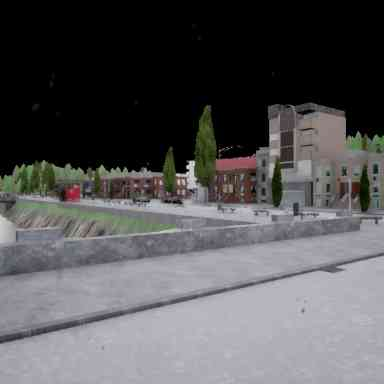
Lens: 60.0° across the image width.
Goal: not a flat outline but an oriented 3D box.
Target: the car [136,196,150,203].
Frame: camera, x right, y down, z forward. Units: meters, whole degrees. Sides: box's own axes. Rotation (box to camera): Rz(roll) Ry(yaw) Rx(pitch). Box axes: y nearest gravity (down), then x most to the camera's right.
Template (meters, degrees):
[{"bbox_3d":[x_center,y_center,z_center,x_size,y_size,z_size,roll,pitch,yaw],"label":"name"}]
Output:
[{"bbox_3d":[-10.357,1.561,68.882,1.994,1.385,4.181,0,0,-35],"label":"car"}]

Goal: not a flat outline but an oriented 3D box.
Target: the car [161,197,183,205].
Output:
[{"bbox_3d":[-3.645,1.601,59.472,1.895,1.301,4.718,0,0,-35],"label":"car"}]
